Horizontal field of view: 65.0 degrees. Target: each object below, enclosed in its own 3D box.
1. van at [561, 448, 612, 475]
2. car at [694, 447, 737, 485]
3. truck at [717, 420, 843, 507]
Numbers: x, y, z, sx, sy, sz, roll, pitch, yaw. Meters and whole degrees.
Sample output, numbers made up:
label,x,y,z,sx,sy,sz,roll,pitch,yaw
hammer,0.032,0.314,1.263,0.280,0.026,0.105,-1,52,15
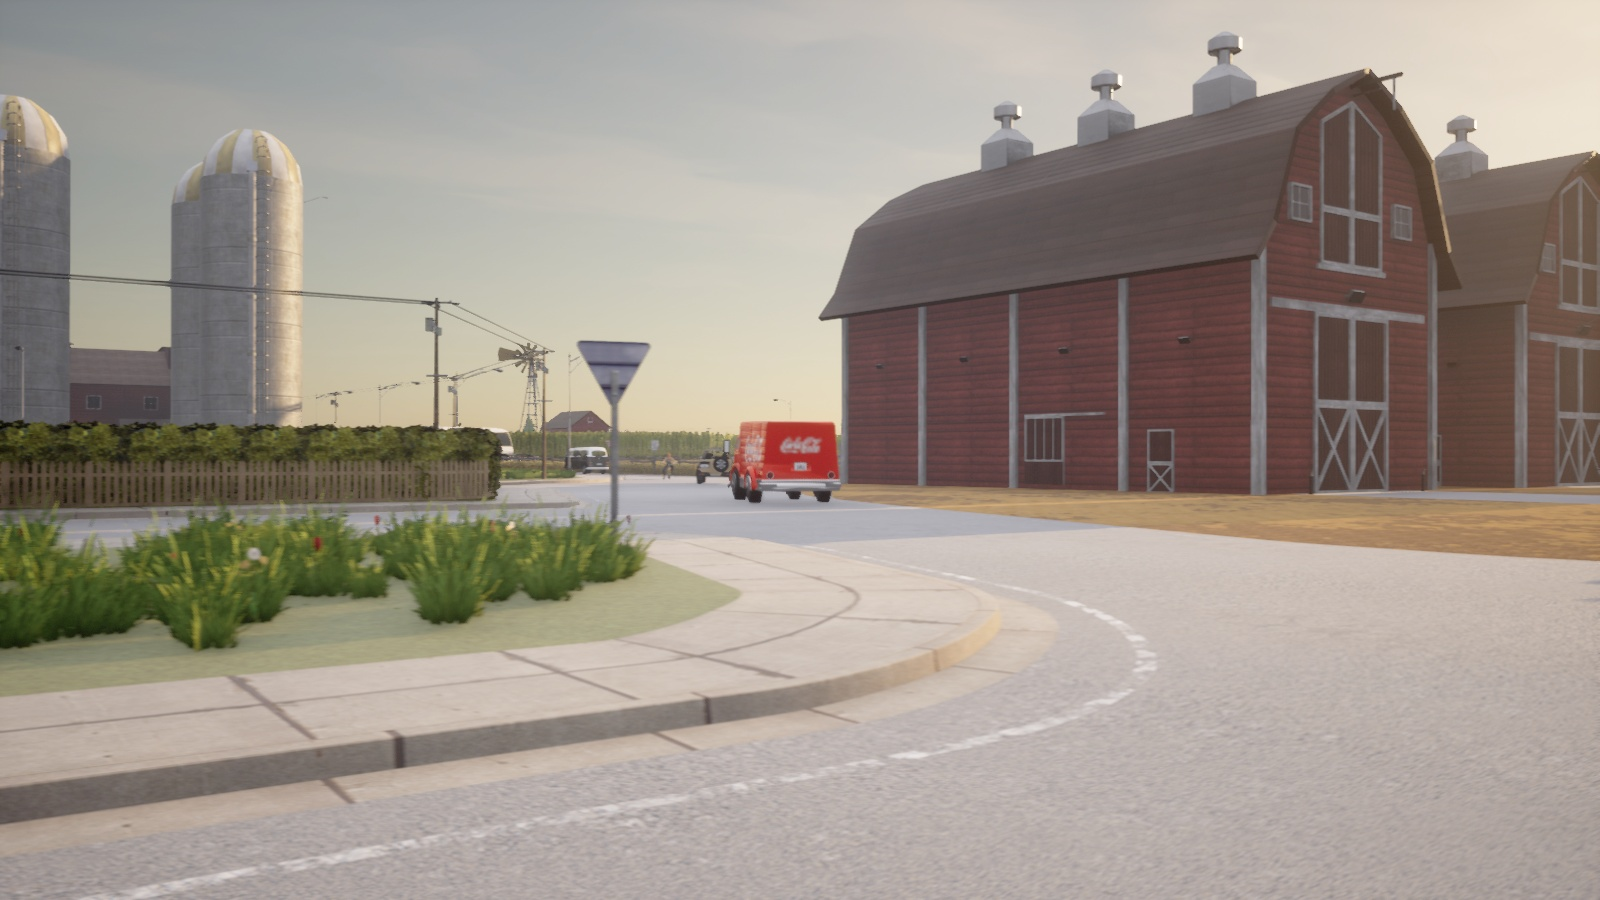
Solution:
label,x,y,z,sx,sy,sz,roll,pitch,yaw
van,-16.176,0.862,94.833,2.069,2.038,4.480,0,0,-35
car,-4.207,0.795,63.324,1.932,1.855,4.605,0,0,-1
truck,-0.721,0.348,38.504,2.627,2.467,5.204,0,0,-16
